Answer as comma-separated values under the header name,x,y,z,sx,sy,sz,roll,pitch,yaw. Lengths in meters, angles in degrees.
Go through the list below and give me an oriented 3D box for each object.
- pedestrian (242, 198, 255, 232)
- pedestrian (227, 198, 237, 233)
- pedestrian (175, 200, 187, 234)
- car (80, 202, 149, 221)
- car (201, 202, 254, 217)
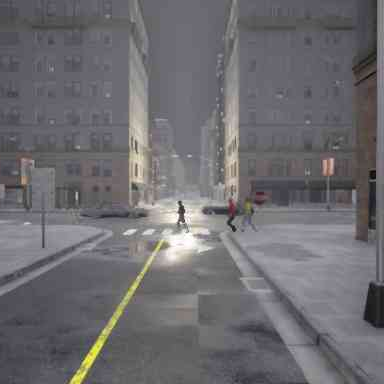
name,x,y,z,sx,sy,sz,roll,pitch,yaw
pedestrian,2.915,1.142,17.192,0.375,1.860,0.375,0,0,0
pedestrian,1.990,1.141,16.593,0.375,1.860,0.375,0,0,0
pedestrian,-0.583,1.293,17.792,0.375,1.860,0.375,0,0,0
car,-6.244,1.556,27.131,5.357,1.411,2.033,0,0,0
car,3.204,1.593,30.580,4.718,1.301,1.895,0,0,0
